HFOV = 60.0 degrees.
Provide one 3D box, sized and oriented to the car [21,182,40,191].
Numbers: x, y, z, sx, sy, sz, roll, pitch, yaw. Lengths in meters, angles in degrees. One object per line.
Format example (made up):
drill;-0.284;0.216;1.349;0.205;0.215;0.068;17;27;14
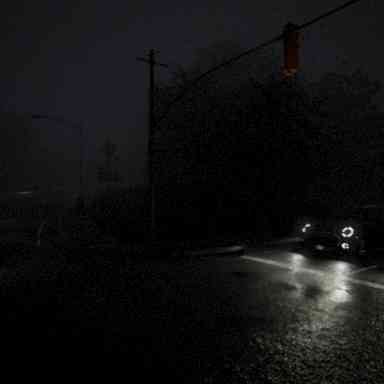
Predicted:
car;-29.327;-1.010;60.477;2.128;1.511;4.902;0;3;-1

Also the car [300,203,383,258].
car;6.207;1.299;12.718;4.553;1.767;2.097;-1;1;-36
